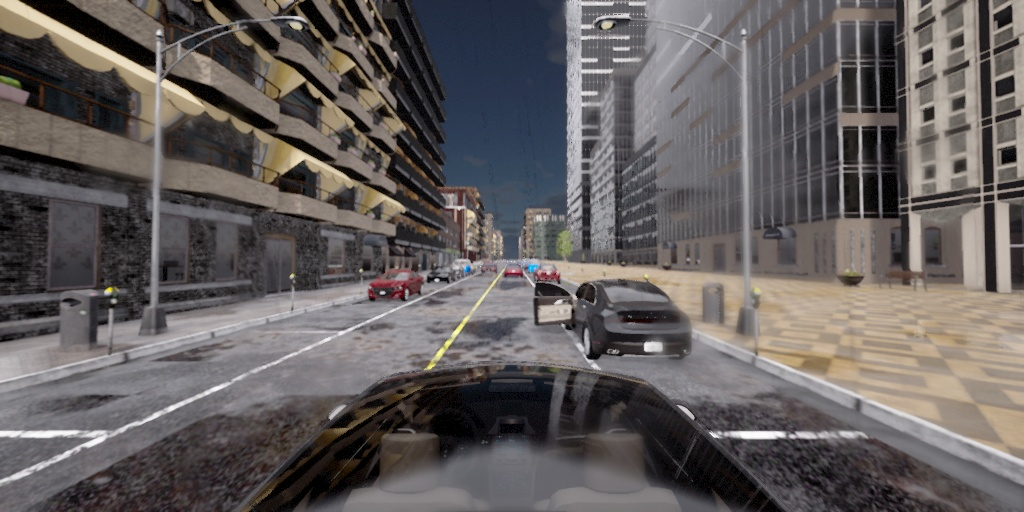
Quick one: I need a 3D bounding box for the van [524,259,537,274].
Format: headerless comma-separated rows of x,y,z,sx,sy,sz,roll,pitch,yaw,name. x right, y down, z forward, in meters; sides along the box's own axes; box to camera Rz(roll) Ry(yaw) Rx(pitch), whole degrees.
2.801,1.314,45.724,1.690,1.789,3.998,0,0,0,van

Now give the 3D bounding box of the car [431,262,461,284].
-5.622,1.452,29.037,1.948,1.339,4.313,0,0,0,car

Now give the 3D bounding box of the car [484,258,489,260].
-5.538,1.585,62.284,1.751,1.417,4.829,0,0,0,car

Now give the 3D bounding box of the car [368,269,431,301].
-5.651,1.375,17.897,1.888,1.381,4.507,0,0,0,car

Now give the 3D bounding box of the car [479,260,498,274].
-2.904,1.542,46.556,1.994,1.385,4.181,0,0,0,car

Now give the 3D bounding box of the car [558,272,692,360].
2.370,1.289,8.425,1.837,1.490,4.892,0,0,0,car

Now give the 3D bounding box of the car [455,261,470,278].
-5.608,1.466,34.606,2.007,1.370,4.403,0,0,0,car

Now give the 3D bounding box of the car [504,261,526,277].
0.172,1.500,38.514,1.994,1.385,4.181,0,0,0,car

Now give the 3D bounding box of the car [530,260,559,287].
2.759,1.327,29.015,1.967,1.591,4.097,0,0,0,car

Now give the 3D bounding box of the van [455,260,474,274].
-5.594,1.285,40.176,1.690,1.789,3.998,0,0,0,van

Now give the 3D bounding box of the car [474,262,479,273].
-5.580,1.498,45.576,1.751,1.417,4.829,0,0,0,car
